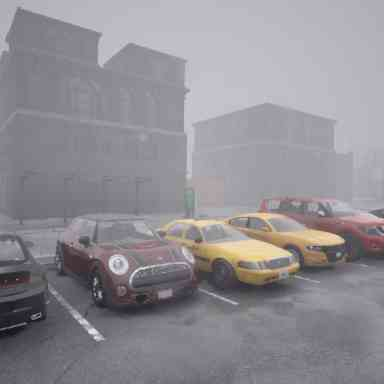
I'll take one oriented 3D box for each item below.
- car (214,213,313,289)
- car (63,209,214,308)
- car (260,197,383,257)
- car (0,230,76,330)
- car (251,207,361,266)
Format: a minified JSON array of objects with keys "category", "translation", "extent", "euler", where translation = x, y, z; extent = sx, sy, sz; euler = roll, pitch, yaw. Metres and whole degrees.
[{"category":"car","translation":[0.482,1.478,9.550],"extent":[1.946,1.575,5.366],"euler":[0,0,-35]},{"category":"car","translation":[-1.810,1.355,8.187],"extent":[2.185,1.767,4.553],"euler":[0,0,-35]},{"category":"car","translation":[4.929,1.230,12.902],"extent":[2.435,2.045,5.566],"euler":[0,0,-35]},{"category":"car","translation":[-4.159,1.481,6.471],"extent":[2.231,1.521,4.892],"euler":[0,0,-35]},{"category":"car","translation":[2.641,1.481,11.317],"extent":[2.097,1.535,5.008],"euler":[0,0,-35]}]
